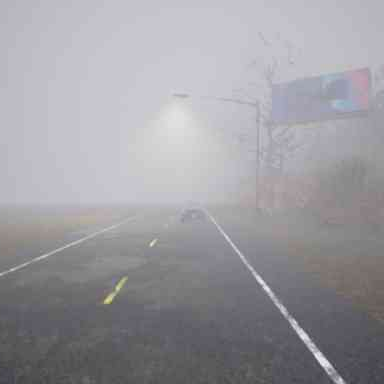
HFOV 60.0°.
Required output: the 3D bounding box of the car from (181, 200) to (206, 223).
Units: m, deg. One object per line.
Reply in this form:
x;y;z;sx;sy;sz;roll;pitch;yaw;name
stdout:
0.107;1.597;26.515;1.812;1.442;4.674;0;0;0;car
